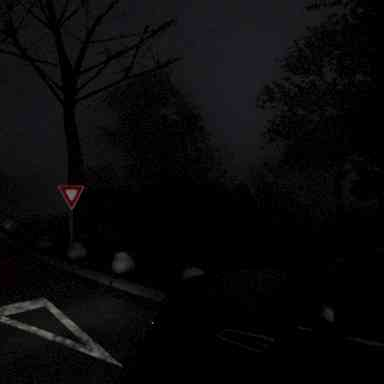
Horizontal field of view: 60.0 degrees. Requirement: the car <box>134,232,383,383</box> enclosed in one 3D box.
[{"bbox_3d":[2.097,1.229,2.377,5.566,2.045,2.150,0,0,36],"label":"car"}]
